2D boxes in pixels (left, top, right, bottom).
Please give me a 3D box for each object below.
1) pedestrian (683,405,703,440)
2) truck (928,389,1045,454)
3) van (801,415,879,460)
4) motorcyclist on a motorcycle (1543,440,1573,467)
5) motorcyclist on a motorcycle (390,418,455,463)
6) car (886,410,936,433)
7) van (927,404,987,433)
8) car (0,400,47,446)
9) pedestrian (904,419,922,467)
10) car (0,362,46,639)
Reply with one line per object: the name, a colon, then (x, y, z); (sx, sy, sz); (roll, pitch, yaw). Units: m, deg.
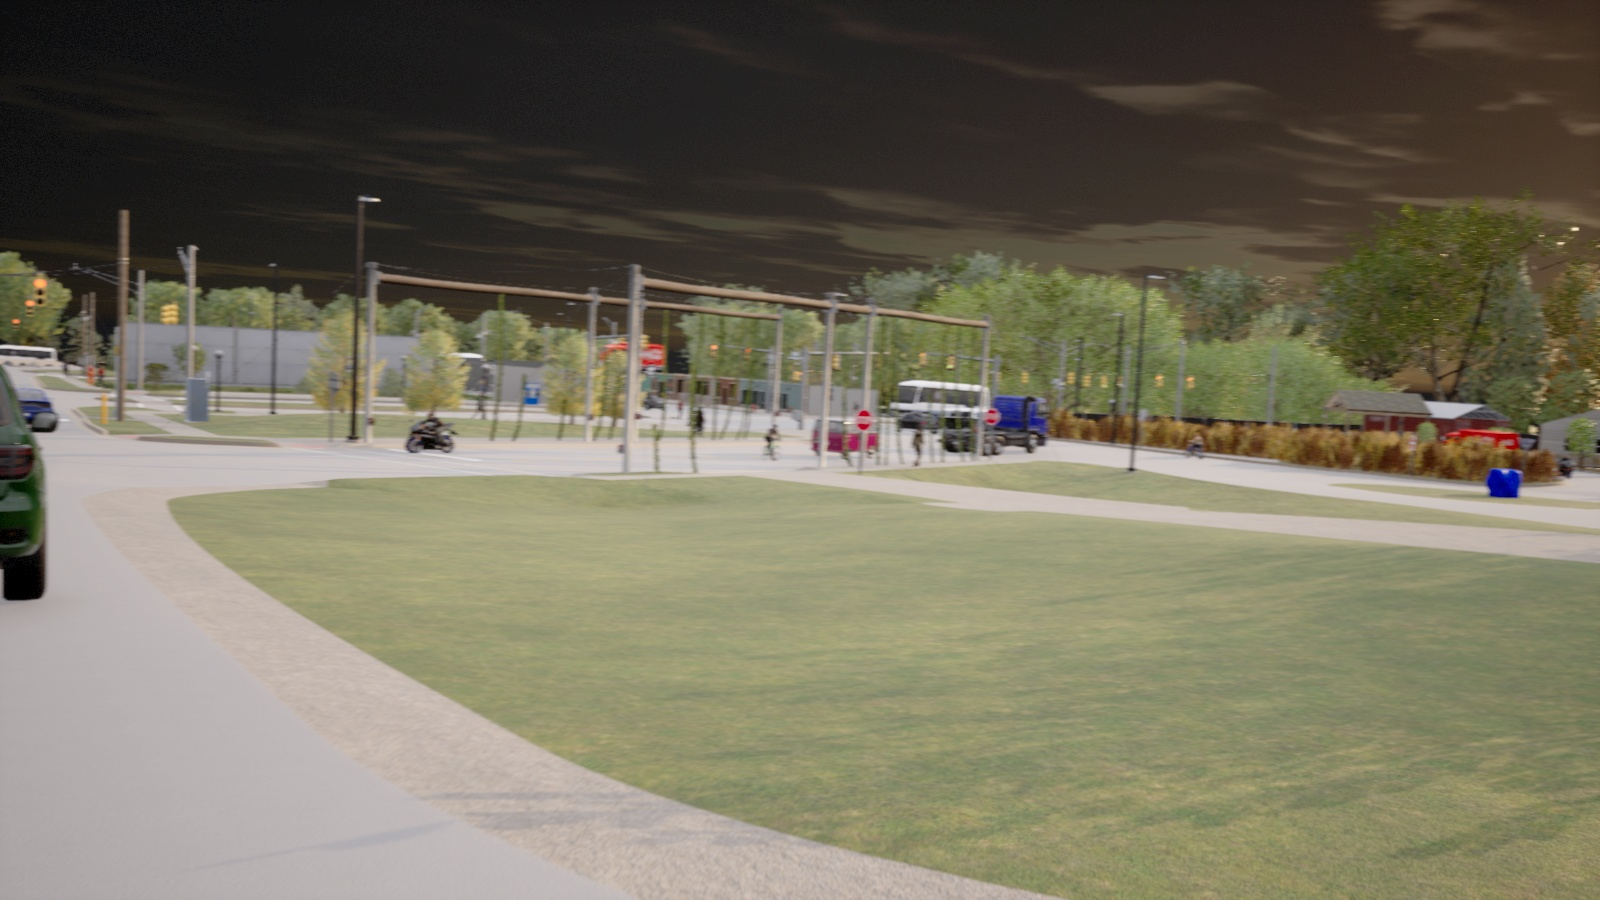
pedestrian: (-5.837, -1.521, 68.666); (0.634, 1.844, 0.899); (5, 5, 31)
truck: (11.121, -1.764, 74.208); (2.891, 3.462, 7.936); (6, 6, 40)
van: (1.998, -0.645, 61.482); (1.775, 1.987, 4.442); (5, 4, 31)
motorcyclist on a motorcycle: (48.221, 0.207, 79.894); (0.866, 1.530, 2.191); (2, 4, 11)
motorcyclist on a motorcycle: (-13.601, -0.345, 45.304); (0.866, 1.530, 2.191); (5, 3, 32)
car: (8.230, -2.148, 93.339); (1.789, 1.549, 3.705); (-1, 3, -34)
van: (11.814, -2.395, 94.578); (2.069, 2.038, 4.480); (-1, 3, -33)
car: (-28.863, -1.029, 46.067); (1.882, 1.535, 5.008); (-1, 3, -34)
pedestrian: (4.716, -0.297, 52.590); (0.396, 1.930, 0.692); (5, 5, 32)
car: (-8.047, 0.338, 11.174); (2.150, 2.045, 5.566); (-1, 1, -32)
